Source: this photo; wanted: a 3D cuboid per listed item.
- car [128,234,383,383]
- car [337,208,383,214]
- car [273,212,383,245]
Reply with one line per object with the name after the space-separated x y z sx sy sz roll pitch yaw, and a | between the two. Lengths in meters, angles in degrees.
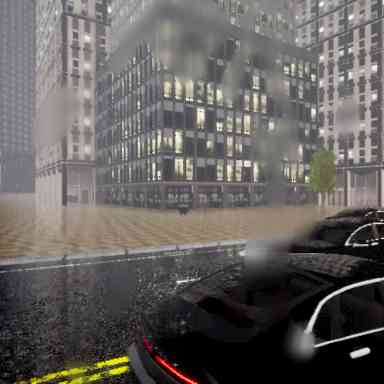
1.741 1.503 3.824 4.892 1.490 1.837 0 0 -28 | car
7.282 1.505 14.551 4.892 1.490 1.837 0 0 -30 | car
4.176 1.504 9.079 4.892 1.490 1.837 0 0 -29 | car
